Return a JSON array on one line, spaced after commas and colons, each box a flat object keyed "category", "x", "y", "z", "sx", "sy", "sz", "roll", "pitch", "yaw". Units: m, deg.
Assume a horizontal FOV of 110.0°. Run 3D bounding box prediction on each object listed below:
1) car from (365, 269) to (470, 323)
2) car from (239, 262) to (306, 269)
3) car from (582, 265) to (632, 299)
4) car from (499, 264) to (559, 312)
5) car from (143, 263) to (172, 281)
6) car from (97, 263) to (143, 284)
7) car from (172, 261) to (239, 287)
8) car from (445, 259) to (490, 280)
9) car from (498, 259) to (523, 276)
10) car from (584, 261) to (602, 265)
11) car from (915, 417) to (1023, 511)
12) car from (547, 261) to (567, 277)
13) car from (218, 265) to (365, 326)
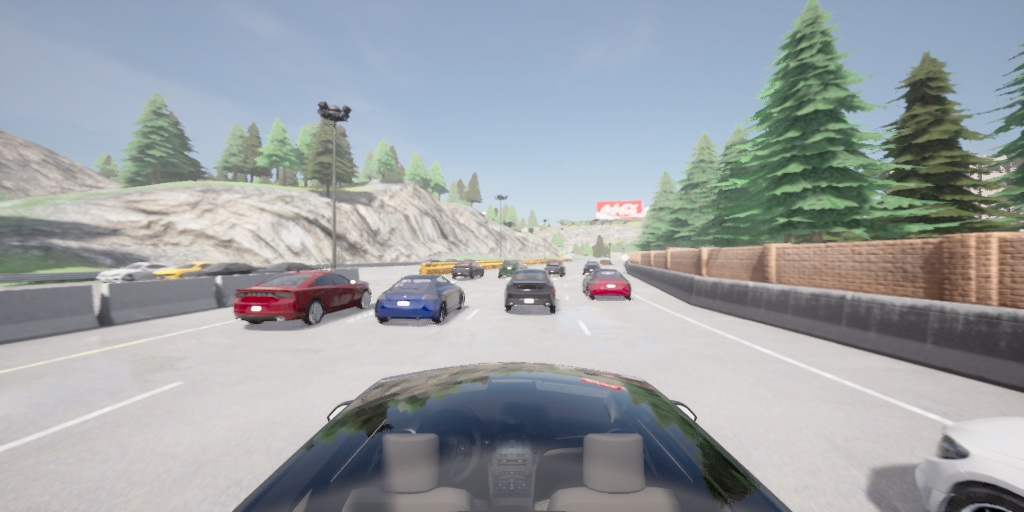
[{"category": "car", "x": -2.908, "y": 1.307, "z": 12.076, "sx": 1.994, "sy": 1.385, "sz": 4.181, "roll": 0, "pitch": 0, "yaw": 4}, {"category": "car", "x": -15.790, "y": 1.187, "z": 24.971, "sx": 1.882, "sy": 1.535, "sz": 5.008, "roll": 0, "pitch": 0, "yaw": 9}, {"category": "car", "x": 4.696, "y": 1.327, "z": 18.179, "sx": 1.994, "sy": 1.385, "sz": 4.181, "roll": 0, "pitch": 0, "yaw": 6}, {"category": "car", "x": 0.776, "y": 1.257, "z": 14.404, "sx": 1.837, "sy": 1.490, "sz": 4.892, "roll": 0, "pitch": 0, "yaw": 5}, {"category": "car", "x": -22.721, "y": 1.169, "z": 25.870, "sx": 1.882, "sy": 1.535, "sz": 5.008, "roll": 0, "pitch": 0, "yaw": 9}, {"category": "car", "x": -26.295, "y": 1.207, "z": 25.636, "sx": 1.812, "sy": 1.442, "sz": 4.674, "roll": 0, "pitch": 0, "yaw": 8}, {"category": "car", "x": -19.416, "y": 1.177, "z": 24.311, "sx": 1.882, "sy": 1.535, "sz": 5.008, "roll": 0, "pitch": 0, "yaw": 8}, {"category": "car", "x": -3.784, "y": 1.233, "z": 31.534, "sx": 2.128, "sy": 1.511, "sz": 4.902, "roll": 0, "pitch": 0, "yaw": 11}, {"category": "car", "x": 0.209, "y": 1.104, "z": 33.491, "sx": 2.097, "sy": 1.767, "sz": 4.553, "roll": 0, "pitch": 0, "yaw": 12}, {"category": "car", "x": 8.817, "y": 1.300, "z": 39.218, "sx": 1.812, "sy": 1.442, "sz": 4.674, "roll": 0, "pitch": 0, "yaw": 15}, {"category": "car", "x": 3.664, "y": 1.285, "z": 0.417, "sx": 1.812, "sy": 1.442, "sz": 4.674, "roll": 0, "pitch": 0, "yaw": -1}, {"category": "car", "x": 4.328, "y": 1.254, "z": 35.824, "sx": 2.128, "sy": 1.511, "sz": 4.902, "roll": 0, "pitch": 0, "yaw": 13}, {"category": "car", "x": -6.445, "y": 1.211, "z": 11.737, "sx": 1.882, "sy": 1.535, "sz": 5.008, "roll": 0, "pitch": 0, "yaw": 4}]
